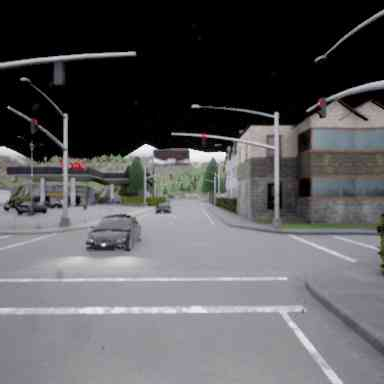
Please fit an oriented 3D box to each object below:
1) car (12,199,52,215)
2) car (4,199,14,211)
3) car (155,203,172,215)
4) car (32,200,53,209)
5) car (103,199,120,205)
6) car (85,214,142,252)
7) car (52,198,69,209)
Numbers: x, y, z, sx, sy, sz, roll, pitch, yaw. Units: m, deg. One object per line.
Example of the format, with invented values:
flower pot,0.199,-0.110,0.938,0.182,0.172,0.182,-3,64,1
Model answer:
car,-18.921,1.956,39.519,2.007,1.523,4.514,0,-1,0
car,-25.889,1.872,49.513,1.932,1.855,4.605,0,-1,0
car,-3.499,2.047,41.796,2.033,1.411,5.357,0,0,0
car,-25.950,2.236,57.989,1.970,1.475,3.806,0,-1,0
car,-22.168,2.748,91.385,4.611,1.667,2.242,0,-1,0
car,-3.499,1.856,15.584,1.837,1.490,4.892,0,0,0
car,-22.624,1.945,57.390,1.905,1.878,3.866,0,-1,0
